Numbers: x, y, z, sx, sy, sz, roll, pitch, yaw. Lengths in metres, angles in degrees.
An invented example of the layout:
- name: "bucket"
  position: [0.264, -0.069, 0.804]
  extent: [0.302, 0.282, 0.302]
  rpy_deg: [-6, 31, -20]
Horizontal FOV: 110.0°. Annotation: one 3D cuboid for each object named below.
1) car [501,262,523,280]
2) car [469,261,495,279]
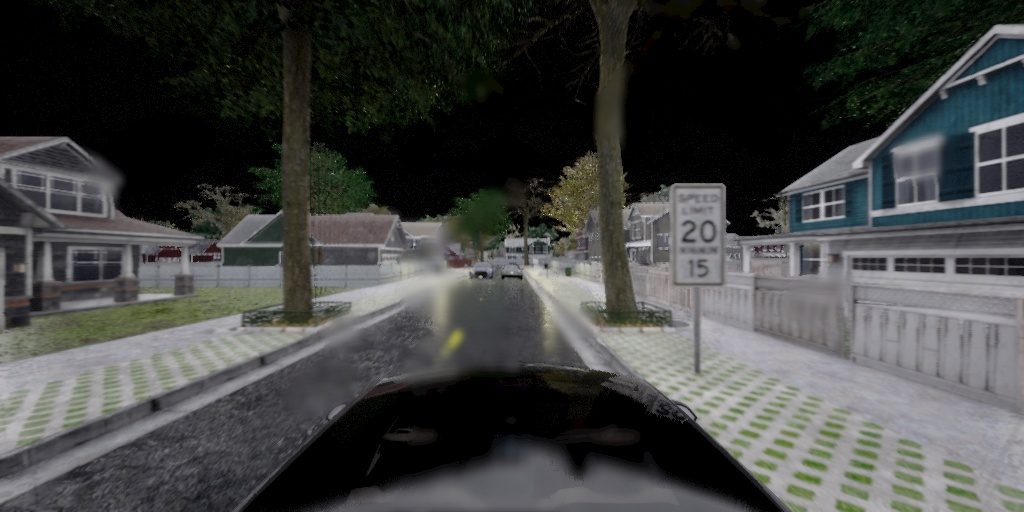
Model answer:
- name: "car"
  position: [-0.004, 1.419, 33.180]
  extent: [1.994, 1.385, 4.181]
  rpy_deg: [0, 0, 0]
- name: "car"
  position: [-2.755, 1.262, 33.689]
  extent: [2.097, 1.767, 4.553]
  rpy_deg: [0, 0, 0]
